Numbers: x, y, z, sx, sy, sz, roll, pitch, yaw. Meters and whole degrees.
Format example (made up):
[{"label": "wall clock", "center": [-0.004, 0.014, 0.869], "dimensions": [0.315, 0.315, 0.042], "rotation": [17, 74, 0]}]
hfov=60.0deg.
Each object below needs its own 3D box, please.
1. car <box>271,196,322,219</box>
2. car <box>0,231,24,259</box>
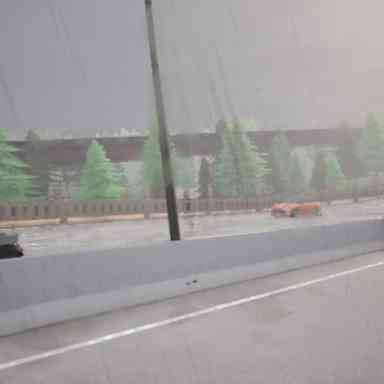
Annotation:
[{"label": "car", "center": [8.550, 1.171, 27.228], "dimensions": [4.553, 1.767, 2.097], "rotation": [-1, 0, -35]}, {"label": "car", "center": [-6.697, 1.515, 7.807], "dimensions": [4.892, 1.490, 1.837], "rotation": [0, 0, -35]}]
